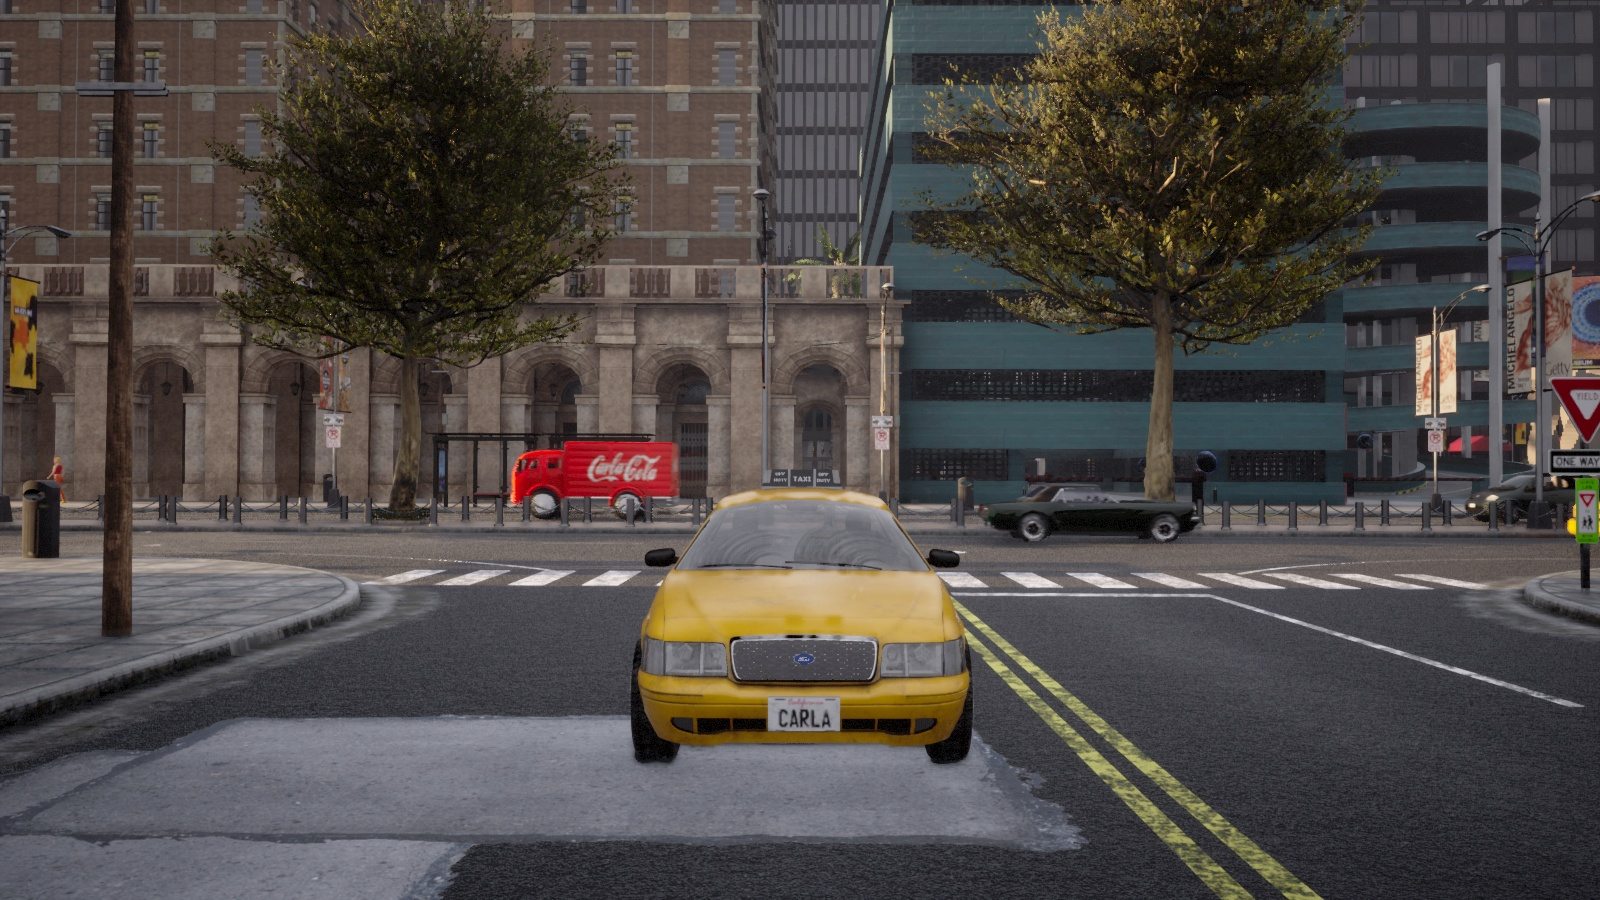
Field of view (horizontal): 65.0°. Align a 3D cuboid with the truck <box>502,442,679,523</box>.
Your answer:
[{"bbox_3d":[-6.607,1.027,40.141,5.204,2.467,2.627,0,-1,1],"label":"truck"}]

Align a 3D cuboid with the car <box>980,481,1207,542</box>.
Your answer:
[{"bbox_3d":[6.561,1.365,28.450,4.718,1.301,1.895,0,-1,1],"label":"car"}]

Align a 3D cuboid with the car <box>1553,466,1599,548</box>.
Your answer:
[{"bbox_3d":[18.136,1.097,24.840,5.366,1.575,1.801,0,-1,0],"label":"car"}]

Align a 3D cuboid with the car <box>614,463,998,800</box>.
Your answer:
[{"bbox_3d":[0.017,0.898,8.599,1.801,1.575,5.366,0,-1,0],"label":"car"}]

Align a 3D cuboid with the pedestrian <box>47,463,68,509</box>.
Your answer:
[{"bbox_3d":[-29.388,1.422,49.714,0.594,1.836,0.345,0,-1,1],"label":"pedestrian"}]

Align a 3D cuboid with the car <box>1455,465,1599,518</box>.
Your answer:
[{"bbox_3d":[23.200,1.285,39.724,3.988,1.617,1.851,0,-1,1],"label":"car"}]
